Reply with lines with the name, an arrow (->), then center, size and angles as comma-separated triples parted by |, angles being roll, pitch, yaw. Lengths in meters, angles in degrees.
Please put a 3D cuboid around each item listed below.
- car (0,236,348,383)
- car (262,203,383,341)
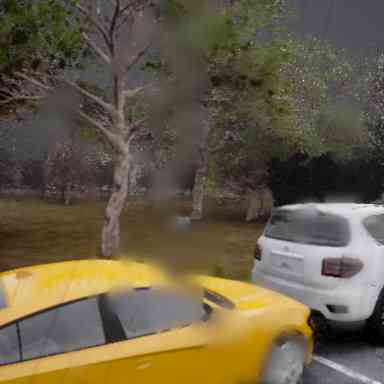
car -> -0.836, 1.483, 3.462 | 5.008, 1.535, 2.097 | 0, 0, -33
car -> 3.726, 1.244, 6.718 | 5.566, 2.045, 2.435 | 0, 0, -33
